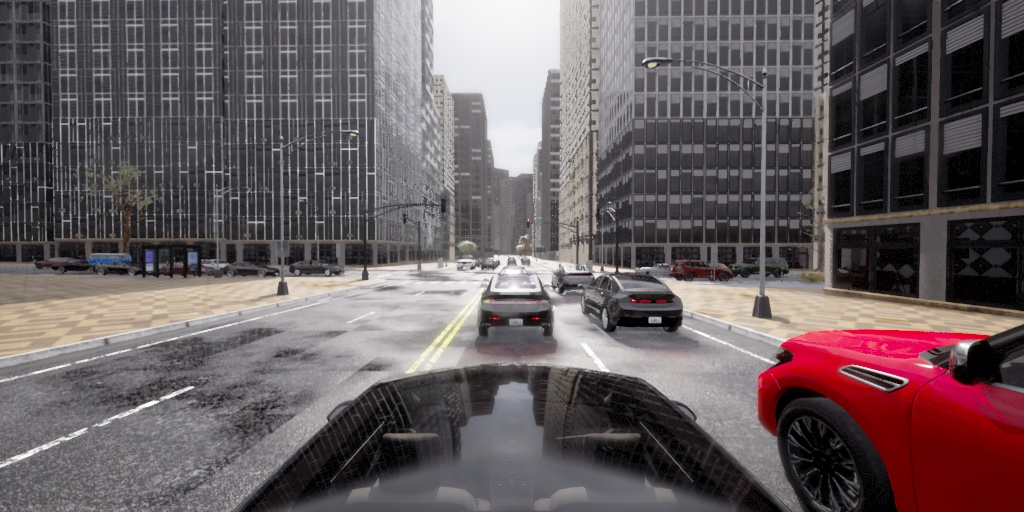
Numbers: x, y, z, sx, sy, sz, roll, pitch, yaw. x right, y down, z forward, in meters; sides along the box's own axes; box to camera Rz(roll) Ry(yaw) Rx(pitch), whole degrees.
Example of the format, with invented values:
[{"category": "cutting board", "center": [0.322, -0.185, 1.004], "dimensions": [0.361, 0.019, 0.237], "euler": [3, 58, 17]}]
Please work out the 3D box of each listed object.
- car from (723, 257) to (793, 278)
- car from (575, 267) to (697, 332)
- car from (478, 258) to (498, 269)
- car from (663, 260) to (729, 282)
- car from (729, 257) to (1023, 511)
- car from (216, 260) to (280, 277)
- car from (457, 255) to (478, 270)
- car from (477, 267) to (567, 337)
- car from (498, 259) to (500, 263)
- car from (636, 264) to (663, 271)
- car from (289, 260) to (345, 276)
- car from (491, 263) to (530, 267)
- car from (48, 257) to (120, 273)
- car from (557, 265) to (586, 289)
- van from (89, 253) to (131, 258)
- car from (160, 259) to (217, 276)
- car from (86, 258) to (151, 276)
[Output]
[{"category": "car", "center": [24.970, 1.158, 36.533], "dimensions": [5.566, 2.045, 2.150], "euler": [1, 1, 1]}, {"category": "car", "center": [3.340, 1.250, 10.797], "dimensions": [1.837, 1.490, 4.892], "euler": [0, 0, 0]}, {"category": "car", "center": [-3.388, 1.190, 52.077], "dimensions": [1.882, 1.535, 5.008], "euler": [0, 0, 0]}, {"category": "car", "center": [16.165, 1.268, 30.904], "dimensions": [5.009, 1.841, 2.192], "euler": [0, 0, 1]}, {"category": "car", "center": [3.348, 0.972, 0.934], "dimensions": [2.150, 2.045, 5.566], "euler": [0, 0, 0]}, {"category": "car", "center": [-22.761, 1.172, 31.394], "dimensions": [4.313, 1.339, 1.948], "euler": [0, 0, 1]}, {"category": "car", "center": [-6.639, 0.933, 52.525], "dimensions": [2.150, 2.045, 5.566], "euler": [0, 0, 0]}, {"category": "car", "center": [0.091, 1.237, 10.303], "dimensions": [2.128, 1.511, 4.902], "euler": [0, 0, 0]}, {"category": "car", "center": [-3.390, 1.264, 61.663], "dimensions": [1.994, 1.385, 4.181], "euler": [0, 0, 0]}, {"category": "car", "center": [15.065, 1.450, 36.686], "dimensions": [4.718, 1.301, 1.895], "euler": [0, 1, 0]}, {"category": "car", "center": [-18.439, 1.106, 34.000], "dimensions": [4.892, 1.490, 1.837], "euler": [1, 1, 2]}, {"category": "car", "center": [0.082, 1.287, 20.038], "dimensions": [2.033, 1.411, 5.357], "euler": [0, 0, 0]}, {"category": "car", "center": [-40.869, 0.998, 34.464], "dimensions": [4.718, 1.301, 1.895], "euler": [1, 1, 1]}, {"category": "car", "center": [3.333, 1.231, 20.046], "dimensions": [2.128, 1.511, 4.902], "euler": [0, 0, 0]}, {"category": "van", "center": [-45.325, 0.603, 40.339], "dimensions": [3.998, 1.789, 1.690], "euler": [0, 0, 1]}, {"category": "car", "center": [-28.445, 1.136, 31.522], "dimensions": [4.207, 1.307, 1.802], "euler": [0, 0, 1]}, {"category": "car", "center": [-34.126, 1.067, 31.689], "dimensions": [4.313, 1.339, 1.948], "euler": [0, 0, 1]}]
